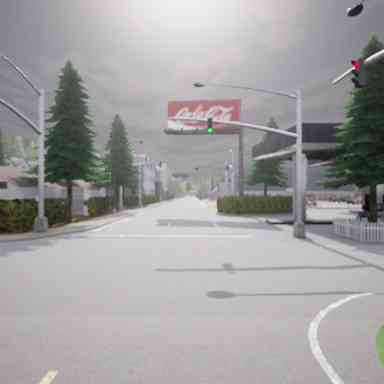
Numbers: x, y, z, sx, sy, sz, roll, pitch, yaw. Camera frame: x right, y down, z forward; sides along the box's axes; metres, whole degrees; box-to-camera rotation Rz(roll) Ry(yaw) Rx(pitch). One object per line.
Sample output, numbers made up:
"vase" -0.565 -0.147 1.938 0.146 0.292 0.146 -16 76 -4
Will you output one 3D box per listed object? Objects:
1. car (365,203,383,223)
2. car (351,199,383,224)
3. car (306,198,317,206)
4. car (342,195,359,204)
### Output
"car" 18.669 1.865 30.248 4.611 1.667 2.242 0 0 0
"car" 14.347 1.662 24.576 3.866 1.878 1.905 0 0 0
"car" 22.450 1.958 63.648 1.970 1.475 3.806 0 0 0
"car" 34.848 1.945 71.450 2.007 1.523 4.514 0 0 0
